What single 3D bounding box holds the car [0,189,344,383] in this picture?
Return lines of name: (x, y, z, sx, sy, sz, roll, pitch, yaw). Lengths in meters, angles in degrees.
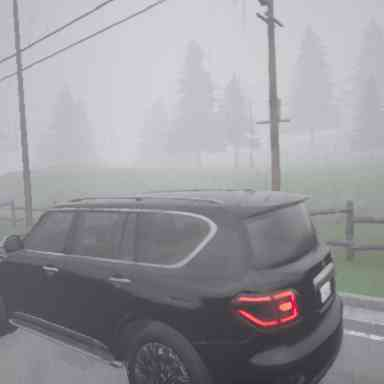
car: (-0.943, 1.028, 4.643, 5.566, 2.045, 2.150, 0, 3, 35)
